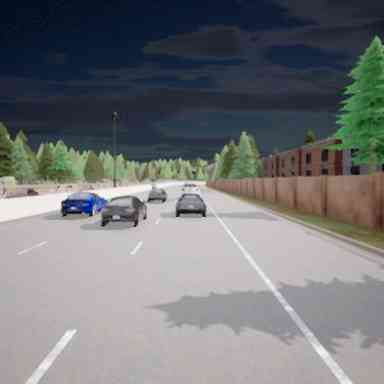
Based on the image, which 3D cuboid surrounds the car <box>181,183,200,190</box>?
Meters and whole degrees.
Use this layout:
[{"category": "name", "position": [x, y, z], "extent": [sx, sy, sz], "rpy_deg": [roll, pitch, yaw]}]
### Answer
[{"category": "car", "position": [-0.227, -0.165, 41.868], "extent": [2.150, 2.045, 5.566], "rpy_deg": [0, 2, 0]}]

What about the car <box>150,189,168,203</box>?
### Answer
[{"category": "car", "position": [-3.681, 0.356, 35.952], "extent": [2.033, 1.411, 5.357], "rpy_deg": [0, 2, 0]}]

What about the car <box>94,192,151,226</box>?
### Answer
[{"category": "car", "position": [-3.527, 0.934, 17.750], "extent": [1.812, 1.442, 4.674], "rpy_deg": [0, 2, 0]}]

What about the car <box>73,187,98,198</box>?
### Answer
[{"category": "car", "position": [-14.413, 0.025, 45.196], "extent": [1.812, 1.442, 4.674], "rpy_deg": [0, 2, 0]}]

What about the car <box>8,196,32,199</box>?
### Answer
[{"category": "car", "position": [-17.867, 0.353, 35.193], "extent": [1.812, 1.442, 4.674], "rpy_deg": [0, 2, 0]}]

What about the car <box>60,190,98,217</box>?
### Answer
[{"category": "car", "position": [-7.076, 0.738, 22.207], "extent": [1.882, 1.535, 5.008], "rpy_deg": [0, 2, 0]}]

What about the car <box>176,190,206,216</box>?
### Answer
[{"category": "car", "position": [-0.078, 0.816, 22.540], "extent": [1.994, 1.385, 4.181], "rpy_deg": [0, 2, 0]}]
